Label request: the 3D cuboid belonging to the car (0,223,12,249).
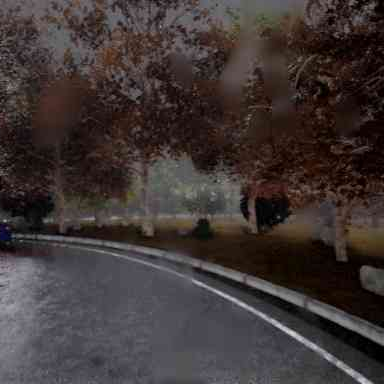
[{"bbox_3d":[-9.838,1.680,14.008,5.008,1.535,1.882,-1,0,26],"label":"car"}]
